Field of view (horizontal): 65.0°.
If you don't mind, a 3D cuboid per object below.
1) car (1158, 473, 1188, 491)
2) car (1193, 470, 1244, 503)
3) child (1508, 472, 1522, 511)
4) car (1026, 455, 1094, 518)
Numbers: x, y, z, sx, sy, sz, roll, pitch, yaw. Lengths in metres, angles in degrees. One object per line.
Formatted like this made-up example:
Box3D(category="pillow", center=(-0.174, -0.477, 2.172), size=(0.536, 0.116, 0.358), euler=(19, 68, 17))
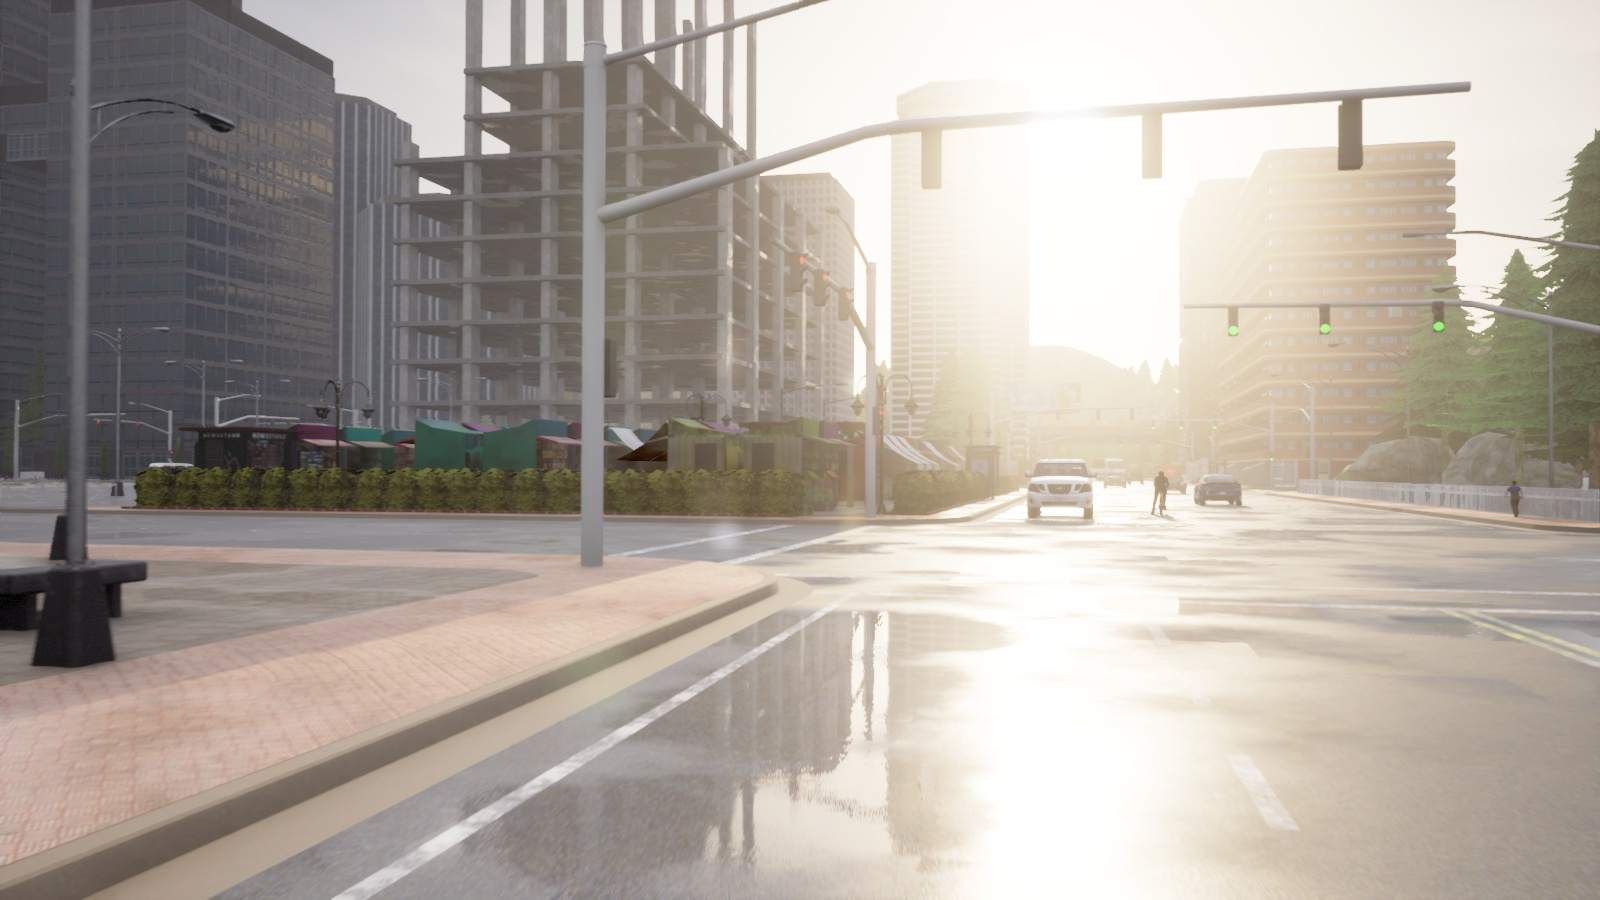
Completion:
Box3D(category="car", center=(27.850, 2.377, 93.878), size=(1.895, 1.301, 4.718), euler=(0, -1, 13))
Box3D(category="car", center=(20.271, 1.733, 60.998), size=(1.882, 1.535, 5.008), euler=(0, -1, 13))
Box3D(category="child", center=(23.377, 1.348, 41.073), size=(0.270, 1.263, 0.437), euler=(0, -1, 13))
Box3D(category="car", center=(9.164, 1.234, 43.978), size=(2.150, 2.045, 5.566), euler=(0, -1, 13))
